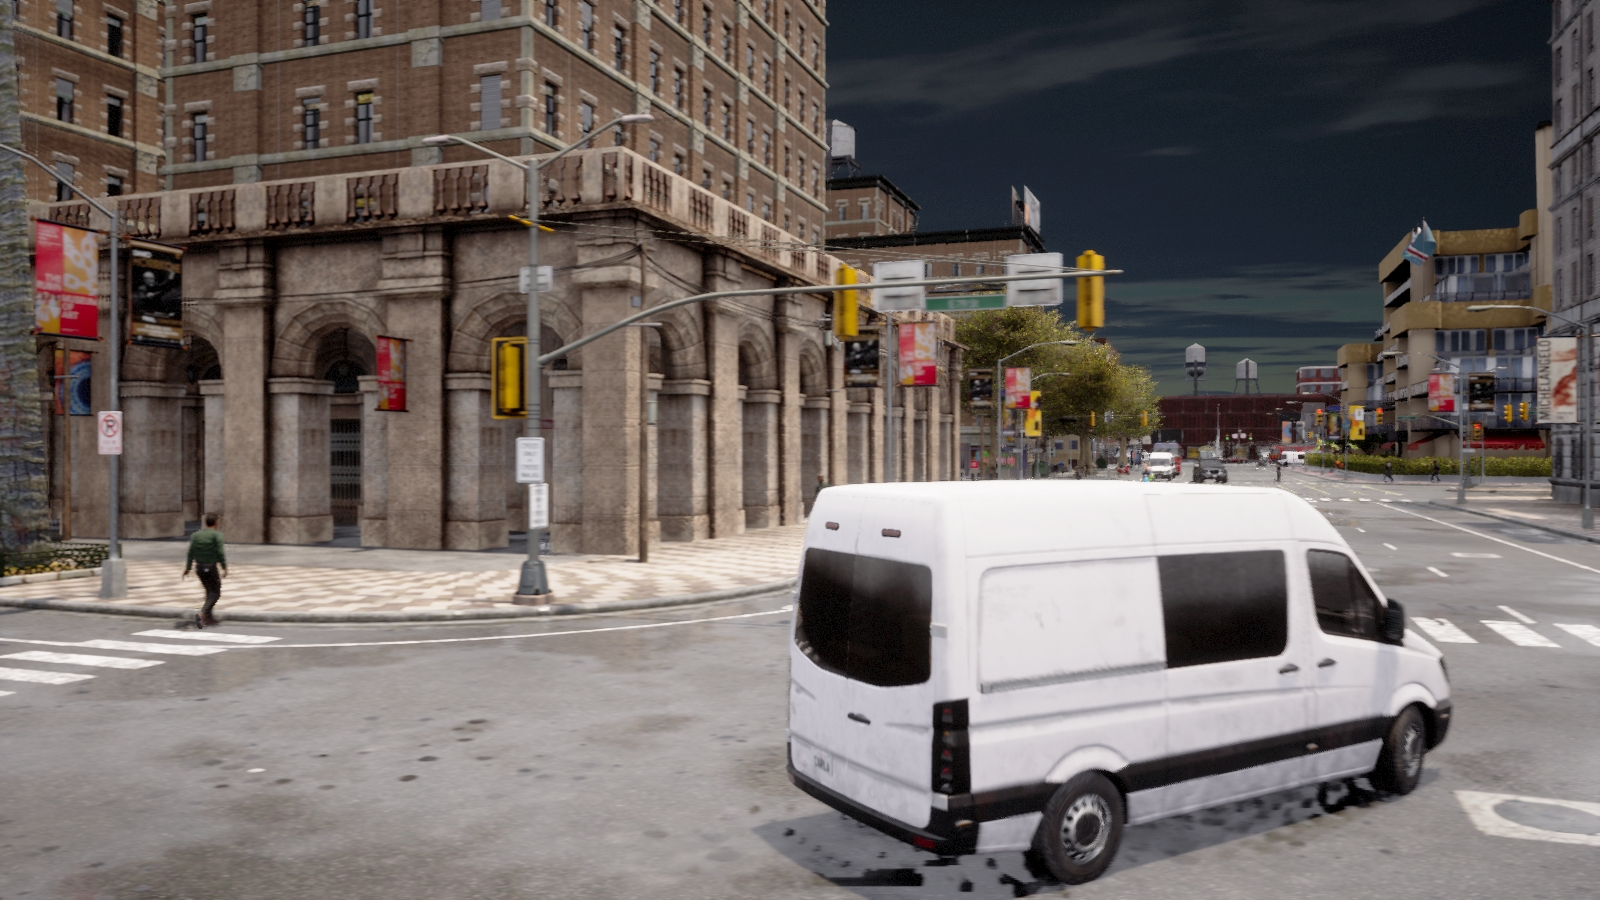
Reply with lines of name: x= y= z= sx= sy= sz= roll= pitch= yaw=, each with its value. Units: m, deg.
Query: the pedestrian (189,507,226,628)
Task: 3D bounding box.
pedestrian: x=-9.364 y=1.847 z=18.063 sx=0.375 sy=1.860 sz=0.375 roll=0 pitch=0 yaw=10

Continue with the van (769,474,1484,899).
van: x=2.818 y=1.534 z=9.103 sx=5.915 sy=2.561 sz=1.988 roll=0 pitch=1 yaw=-32

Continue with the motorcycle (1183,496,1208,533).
motorcycle: x=13.656 y=2.213 z=39.505 sx=0.803 sy=1.145 sz=2.033 roll=0 pitch=0 yaw=18

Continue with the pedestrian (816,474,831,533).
pedestrian: x=0.739 y=1.696 z=36.324 sx=0.375 sy=1.860 sz=0.375 roll=0 pitch=0 yaw=20

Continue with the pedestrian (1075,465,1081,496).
pedestrian: x=16.671 y=1.849 z=68.530 sx=0.375 sy=1.860 sz=0.375 roll=0 pitch=0 yaw=13
